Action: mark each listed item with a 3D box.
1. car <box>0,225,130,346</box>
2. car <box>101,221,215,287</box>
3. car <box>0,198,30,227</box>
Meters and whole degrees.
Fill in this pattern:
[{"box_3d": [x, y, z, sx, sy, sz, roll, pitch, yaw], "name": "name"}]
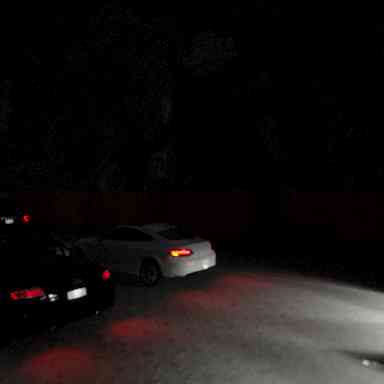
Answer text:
[{"box_3d": [-3.462, 1.600, 6.479, 4.181, 1.385, 1.994, 0, 0, 36], "name": "car"}, {"box_3d": [-1.545, 1.562, 9.411, 4.674, 1.442, 1.812, 0, 0, 36], "name": "car"}, {"box_3d": [-9.626, 1.313, 15.203, 5.566, 2.045, 2.150, 0, 0, 36], "name": "car"}]
